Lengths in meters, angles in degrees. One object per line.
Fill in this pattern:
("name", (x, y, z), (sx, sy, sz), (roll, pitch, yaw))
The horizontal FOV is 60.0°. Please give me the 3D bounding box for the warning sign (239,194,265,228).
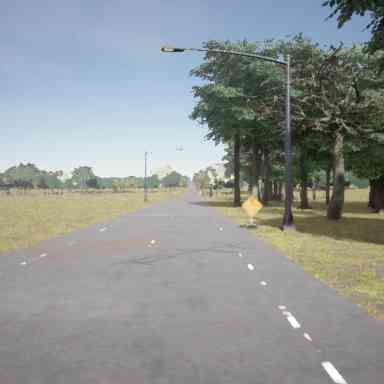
("warning sign", (3.577, 1.107, 19.821), (1.300, 1.860, 1.060), (2, 2, 0))
